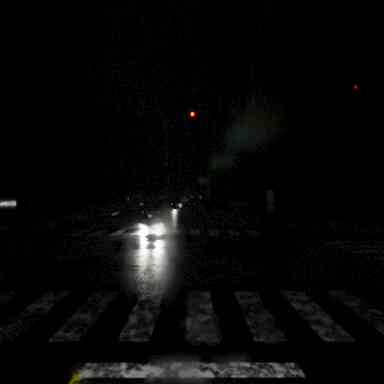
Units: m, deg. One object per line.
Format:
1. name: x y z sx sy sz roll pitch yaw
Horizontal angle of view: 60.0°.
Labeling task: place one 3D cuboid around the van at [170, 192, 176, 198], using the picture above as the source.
1. van: -5.441 0.885 95.450 1.690 1.788 3.998 0 0 0

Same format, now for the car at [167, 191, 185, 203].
1. car: -2.781 0.996 59.925 2.150 2.045 5.566 0 0 0

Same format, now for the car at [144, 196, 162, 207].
1. car: -5.429 1.323 46.796 1.887 1.381 4.507 0 0 0

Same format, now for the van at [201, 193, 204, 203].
1. van: 2.662 1.093 52.206 1.690 1.788 3.998 0 0 0

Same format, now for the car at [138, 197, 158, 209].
1. car: -5.428 1.370 41.390 1.947 1.339 4.313 0 0 0

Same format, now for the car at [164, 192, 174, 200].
1. car: -5.437 0.937 79.232 2.192 1.841 5.009 0 0 0

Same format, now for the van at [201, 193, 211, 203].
1. van: 2.646 1.041 63.019 1.690 1.788 3.998 0 0 0

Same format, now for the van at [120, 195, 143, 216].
1. van: -5.425 1.196 30.576 1.690 1.788 3.998 0 0 0

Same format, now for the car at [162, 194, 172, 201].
1. car: -5.435 1.214 73.827 1.947 1.339 4.313 0 0 0

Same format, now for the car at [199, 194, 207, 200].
1. car: 2.623 1.147 79.408 1.752 1.417 4.829 0 0 0

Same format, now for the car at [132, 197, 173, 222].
1. car: -2.866 1.372 25.204 2.128 1.511 4.902 0 0 0

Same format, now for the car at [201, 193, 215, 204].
1. car: 2.654 1.041 57.613 2.192 1.841 5.009 0 0 0

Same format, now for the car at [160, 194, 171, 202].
1. car: -5.434 1.225 68.420 2.008 1.369 4.403 0 0 0

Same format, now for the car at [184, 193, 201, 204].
1. car: 0.024 1.282 55.841 2.033 1.411 5.357 0 0 0

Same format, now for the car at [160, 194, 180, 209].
1. car: -2.866 1.311 40.963 1.837 1.490 4.892 0 0 0

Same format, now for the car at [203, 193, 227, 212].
1. car: 2.685 1.145 35.988 2.192 1.841 5.009 0 0 0
